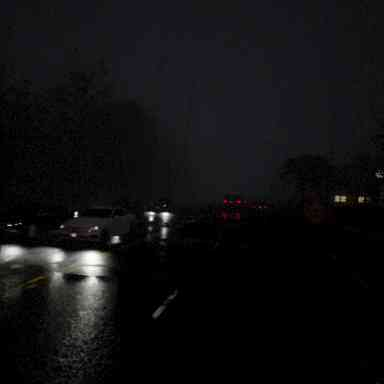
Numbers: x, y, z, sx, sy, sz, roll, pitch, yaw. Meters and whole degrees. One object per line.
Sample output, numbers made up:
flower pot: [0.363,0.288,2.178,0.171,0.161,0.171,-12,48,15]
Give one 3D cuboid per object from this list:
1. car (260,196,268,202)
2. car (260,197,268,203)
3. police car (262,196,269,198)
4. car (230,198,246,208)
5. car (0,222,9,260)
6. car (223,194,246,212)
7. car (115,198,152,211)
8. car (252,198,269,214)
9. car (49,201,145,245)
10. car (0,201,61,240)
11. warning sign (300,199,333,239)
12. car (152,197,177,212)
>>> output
car: [19.717,1.942,91.286,1.837,1.490,4.892,2,0,12]
car: [18.500,1.942,85.411,1.812,1.442,4.674,2,0,12]
police car: [16.496,1.804,75.726,1.930,1.638,5.238,2,0,12]
car: [7.205,1.664,51.245,2.033,1.411,5.357,2,0,12]
car: [-5.758,1.364,5.655,1.895,1.301,4.718,2,0,11]
car: [5.046,1.291,40.766,2.150,2.045,5.566,2,0,12]
car: [-5.047,1.224,25.066,2.128,1.511,4.902,2,0,12]
car: [7.931,1.734,38.756,2.033,1.411,5.357,2,0,12]
car: [-3.903,1.334,14.629,1.812,1.442,4.674,2,0,12]
car: [-7.089,1.189,15.247,1.837,1.490,4.892,2,0,12]
warning sign: [6.144,1.304,16.483,1.300,1.860,1.060,2,0,12]
car: [-2.880,1.309,35.332,1.812,1.442,4.674,2,0,13]
